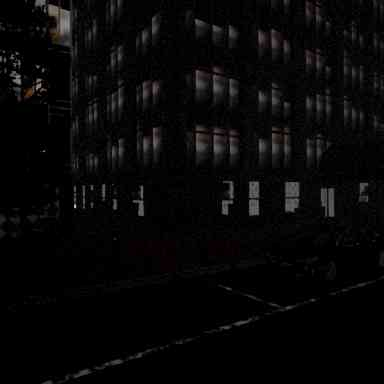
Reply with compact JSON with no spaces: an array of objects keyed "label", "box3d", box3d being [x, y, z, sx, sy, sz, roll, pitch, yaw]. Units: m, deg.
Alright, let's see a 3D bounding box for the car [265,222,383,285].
[{"label":"car","box3d":[3.932,1.549,9.401,4.403,1.369,2.008,0,-1,-36]}]
